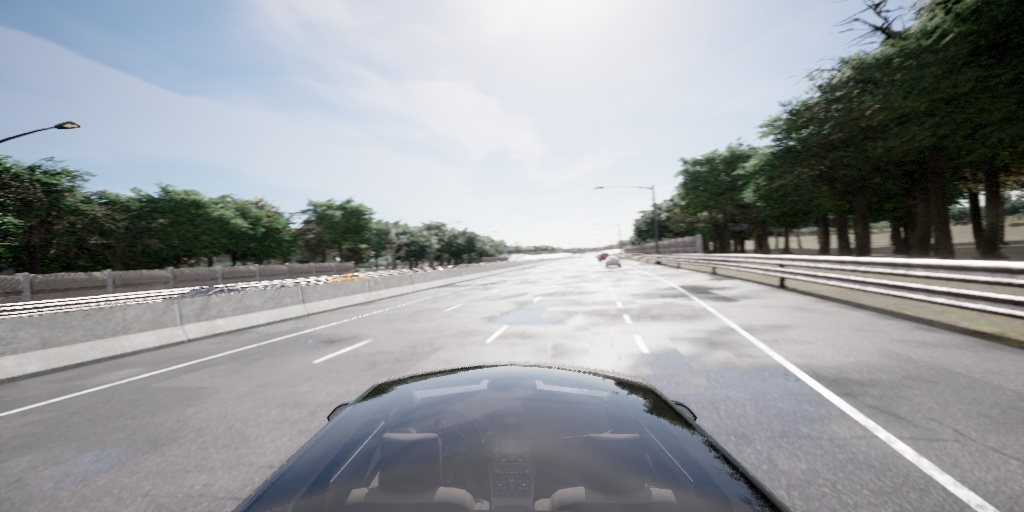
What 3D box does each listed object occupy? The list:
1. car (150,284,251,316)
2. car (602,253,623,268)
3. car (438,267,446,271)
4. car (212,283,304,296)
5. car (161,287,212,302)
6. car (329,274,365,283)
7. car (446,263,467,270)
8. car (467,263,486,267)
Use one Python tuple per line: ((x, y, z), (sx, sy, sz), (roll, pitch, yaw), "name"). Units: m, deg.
((-20.574, 2.852, 24.039), (1.837, 1.490, 4.892), (-4, -1, 13), "car")
((13.407, 0.733, 47.785), (1.812, 1.442, 4.674), (-4, -1, 13), "car")
((-11.663, 2.684, 63.741), (1.895, 1.301, 4.718), (-4, 0, 13), "car")
((-14.083, 2.367, 21.069), (2.128, 1.511, 4.902), (-4, -1, 13), "car")
((-17.646, 2.611, 21.120), (2.128, 1.511, 4.902), (-4, 0, 13), "car")
((-19.841, 2.934, 43.313), (1.882, 1.535, 5.008), (-4, -1, 13), "car")
((-8.744, 2.393, 60.817), (2.033, 1.411, 5.357), (-4, 0, 13), "car")
((-5.334, 2.083, 60.141), (1.882, 1.535, 5.008), (-4, 0, 13), "car")
